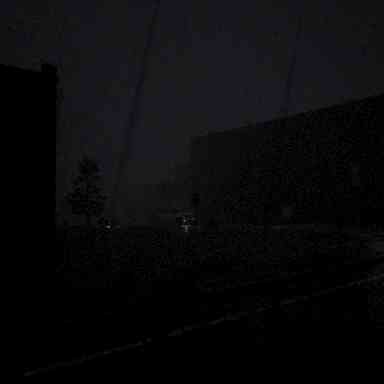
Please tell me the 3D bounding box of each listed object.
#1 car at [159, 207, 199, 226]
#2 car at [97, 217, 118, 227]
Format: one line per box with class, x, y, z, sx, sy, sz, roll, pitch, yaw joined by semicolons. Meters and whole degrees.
car;-1.524;2.689;36.321;2.150;2.045;5.566;1;-6;-36
car;-13.318;4.739;52.456;1.882;1.535;5.008;1;-6;-36
